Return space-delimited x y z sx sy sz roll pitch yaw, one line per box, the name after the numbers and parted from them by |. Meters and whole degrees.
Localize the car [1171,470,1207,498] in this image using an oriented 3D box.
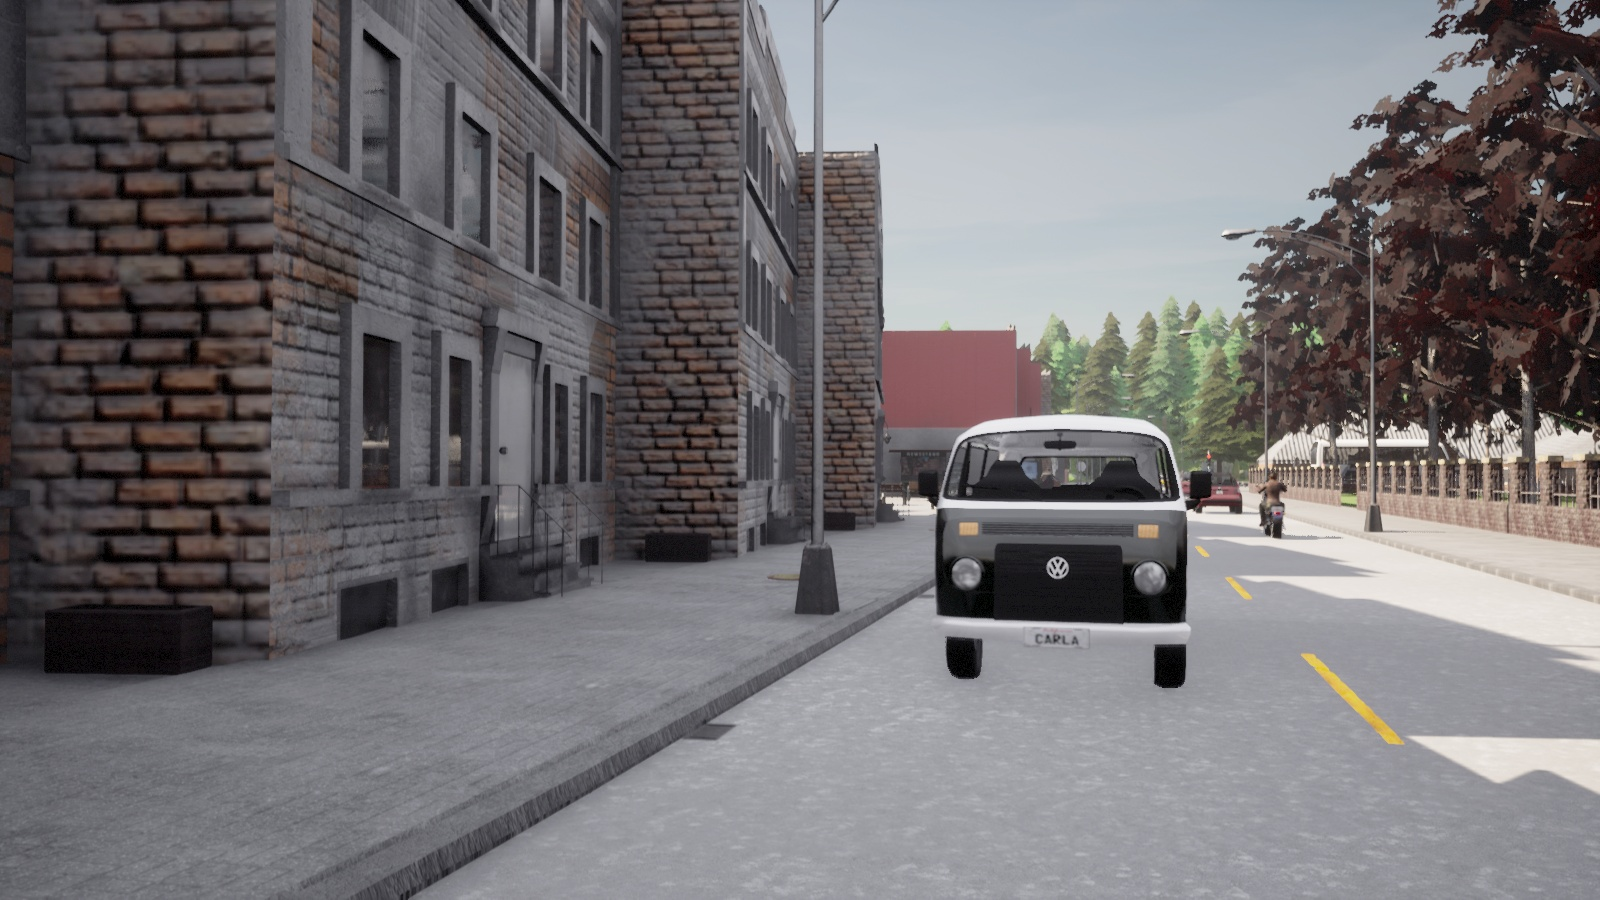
21.998 1.926 71.092 1.789 1.549 3.705 -1 -1 15 | car

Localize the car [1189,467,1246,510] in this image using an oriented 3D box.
16.456 1.498 49.641 1.851 1.617 3.988 -1 -1 14 | car

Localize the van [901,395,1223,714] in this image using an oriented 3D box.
2.252 0.710 10.462 2.069 2.038 4.480 -1 -1 14 | van

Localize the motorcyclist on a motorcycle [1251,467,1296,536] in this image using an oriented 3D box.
11.666 1.248 31.022 0.766 1.649 2.350 -1 -1 14 | motorcyclist on a motorcycle
